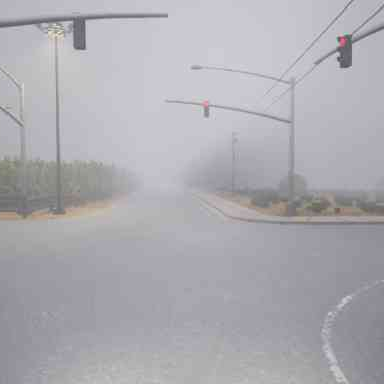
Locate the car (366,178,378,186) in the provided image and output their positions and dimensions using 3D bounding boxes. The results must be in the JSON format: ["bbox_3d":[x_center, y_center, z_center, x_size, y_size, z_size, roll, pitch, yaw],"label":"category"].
[{"bbox_3d":[42.119,-2.293,77.605,1.905,1.878,3.866,10,10,41],"label":"car"}]
